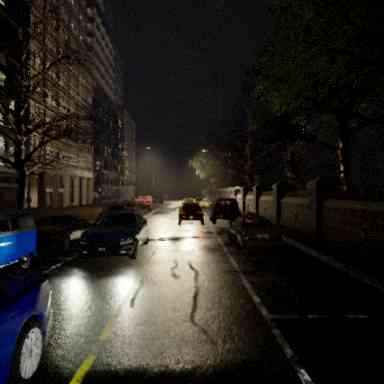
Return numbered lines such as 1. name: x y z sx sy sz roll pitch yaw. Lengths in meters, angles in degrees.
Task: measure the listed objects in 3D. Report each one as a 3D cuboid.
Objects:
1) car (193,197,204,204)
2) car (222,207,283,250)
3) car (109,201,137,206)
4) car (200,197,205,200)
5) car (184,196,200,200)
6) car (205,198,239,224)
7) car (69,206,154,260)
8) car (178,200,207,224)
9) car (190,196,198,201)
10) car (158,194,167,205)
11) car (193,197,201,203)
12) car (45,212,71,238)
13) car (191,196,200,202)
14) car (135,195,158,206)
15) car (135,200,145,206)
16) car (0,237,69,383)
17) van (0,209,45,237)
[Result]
1. car: 1.290 1.676 69.498 2.008 1.369 4.403 0 0 -2
2. car: 2.507 1.557 14.202 1.752 1.417 4.829 0 0 -1
3. car: -5.631 1.599 24.997 1.887 1.381 4.507 0 0 -1
4. car: 1.962 1.619 47.486 1.752 1.417 4.829 0 0 -1
5. car: -0.394 1.563 42.411 1.882 1.535 5.008 0 0 -1
6. car: 2.393 1.368 25.129 2.192 1.841 5.009 0 0 -1
7. car: -2.796 1.507 12.815 1.882 1.535 5.008 0 0 0
8. car: -0.080 1.579 25.166 1.812 1.442 4.674 0 0 -1
9. car: 0.530 1.719 91.684 1.947 1.339 4.313 0 0 -2
10. car: -6.548 1.434 63.827 2.192 1.841 5.009 0 0 -2
11. car: 1.100 1.714 75.044 1.802 1.307 4.206 0 0 -2
12. car: -5.516 1.577 13.902 1.887 1.381 4.507 0 0 0
13. car: 0.910 1.705 80.591 1.947 1.339 4.313 0 0 -2
14. car: -5.927 1.400 41.640 2.192 1.841 5.009 0 0 -1
15. car: -5.715 1.647 30.546 1.802 1.307 4.206 0 0 -1
16. car: -2.845 1.484 2.532 1.882 1.535 5.008 0 0 0
17. van: -5.482 1.361 8.356 1.690 1.788 3.998 0 0 0
